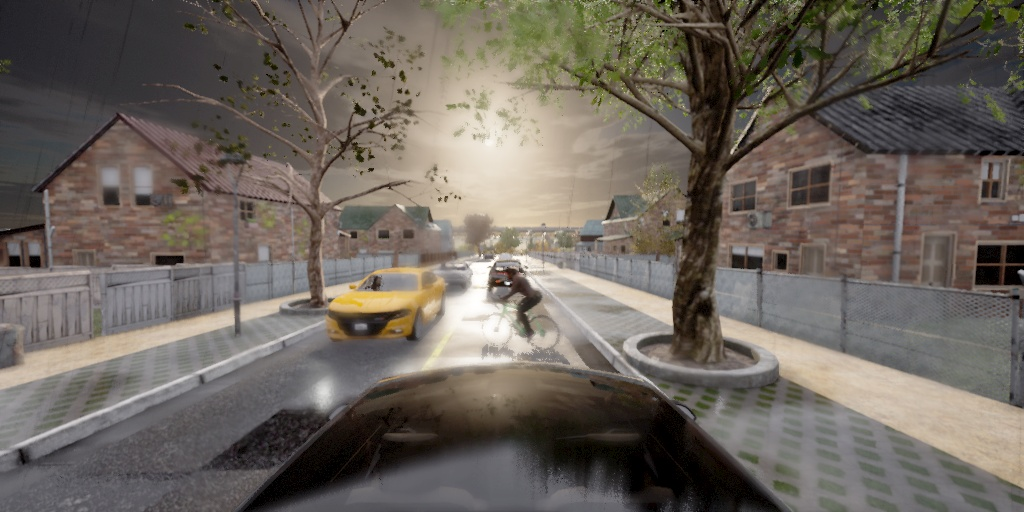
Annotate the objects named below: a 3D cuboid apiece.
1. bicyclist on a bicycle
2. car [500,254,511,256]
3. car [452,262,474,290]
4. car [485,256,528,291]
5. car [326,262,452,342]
[{"bbox_3d":[0.143,1.036,7.087,1.656,1.620,0.582,0,2,20],"label":"bicyclist on a bicycle"},{"bbox_3d":[-0.853,0.396,46.978,1.812,1.442,4.674,0,0,-1],"label":"car"},{"bbox_3d":[-3.203,0.993,19.439,1.895,1.301,4.718,0,1,-1],"label":"car"},{"bbox_3d":[-0.241,0.914,18.482,1.837,1.490,4.892,0,1,-1],"label":"car"},{"bbox_3d":[-2.996,1.069,9.502,1.882,1.535,5.008,0,1,-1],"label":"car"}]
